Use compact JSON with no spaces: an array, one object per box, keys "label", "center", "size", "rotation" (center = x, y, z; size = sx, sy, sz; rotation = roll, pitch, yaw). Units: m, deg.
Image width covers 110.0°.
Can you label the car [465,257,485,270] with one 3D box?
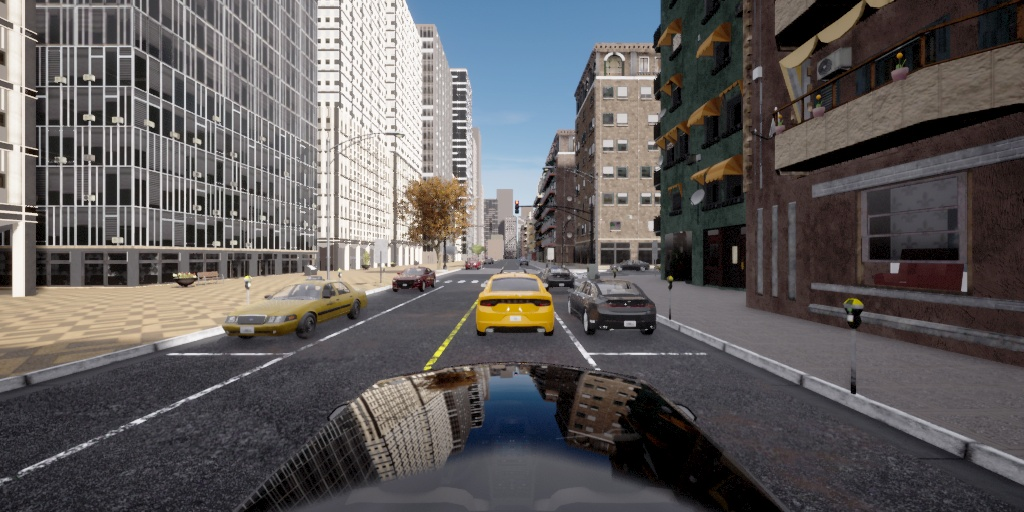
[{"label":"car","center":[-5.784,1.099,53.755],"size":[2.192,1.841,5.009],"rotation":[0,0,0]}]

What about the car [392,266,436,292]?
[{"label":"car","center":[-5.726,1.300,21.367],"size":[1.888,1.381,4.507],"rotation":[0,0,0]}]

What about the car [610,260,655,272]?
[{"label":"car","center":[13.366,1.109,40.817],"size":[4.403,1.370,2.007],"rotation":[0,0,-1]}]

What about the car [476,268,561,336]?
[{"label":"car","center":[0.073,1.228,10.410],"size":[1.882,1.535,5.008],"rotation":[0,0,0]}]

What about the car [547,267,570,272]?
[{"label":"car","center":[2.654,1.305,21.382],"size":[2.007,1.370,4.403],"rotation":[0,0,0]}]

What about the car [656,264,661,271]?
[{"label":"car","center":[18.763,1.006,40.881],"size":[4.829,1.417,1.751],"rotation":[0,0,-1]}]

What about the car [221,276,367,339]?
[{"label":"car","center":[-5.706,1.276,10.132],"size":[1.751,1.417,4.829],"rotation":[0,0,0]}]

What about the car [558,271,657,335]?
[{"label":"car","center":[2.674,1.301,10.316],"size":[2.007,1.370,4.403],"rotation":[0,0,0]}]

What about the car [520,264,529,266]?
[{"label":"car","center":[0.066,1.355,20.689],"size":[1.895,1.301,4.718],"rotation":[0,0,0]}]
